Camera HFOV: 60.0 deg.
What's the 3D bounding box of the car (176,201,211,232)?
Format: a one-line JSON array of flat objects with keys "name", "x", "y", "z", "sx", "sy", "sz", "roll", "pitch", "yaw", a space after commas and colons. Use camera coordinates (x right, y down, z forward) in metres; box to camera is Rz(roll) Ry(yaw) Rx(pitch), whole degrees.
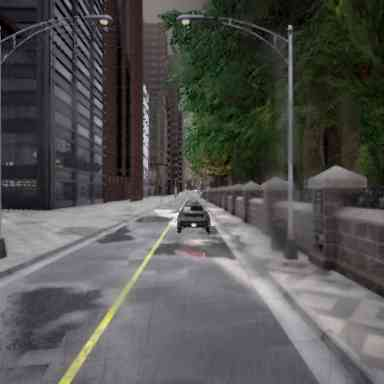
[{"name": "car", "x": 0.096, "y": 1.518, "z": 20.101, "sx": 1.837, "sy": 1.490, "sz": 4.892, "roll": 0, "pitch": 0, "yaw": 0}]
